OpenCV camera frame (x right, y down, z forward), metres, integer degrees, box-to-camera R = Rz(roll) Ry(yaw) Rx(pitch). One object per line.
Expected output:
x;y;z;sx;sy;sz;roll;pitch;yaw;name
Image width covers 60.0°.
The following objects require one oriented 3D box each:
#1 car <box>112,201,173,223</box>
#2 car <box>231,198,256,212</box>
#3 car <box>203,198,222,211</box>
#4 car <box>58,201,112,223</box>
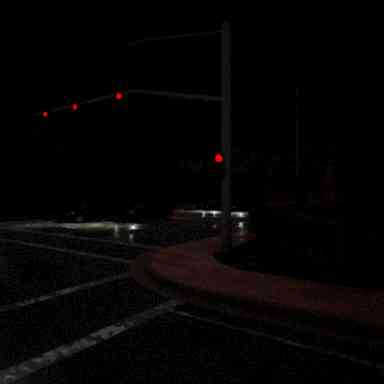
-3.547;1.475;26.133;1.882;1.535;5.008;0;0;36;car
6.100;1.512;39.515;1.837;1.490;4.892;0;0;36;car
3.253;1.511;41.550;1.837;1.490;4.892;0;0;36;car
-7.985;1.474;25.941;1.882;1.535;5.008;0;0;36;car
